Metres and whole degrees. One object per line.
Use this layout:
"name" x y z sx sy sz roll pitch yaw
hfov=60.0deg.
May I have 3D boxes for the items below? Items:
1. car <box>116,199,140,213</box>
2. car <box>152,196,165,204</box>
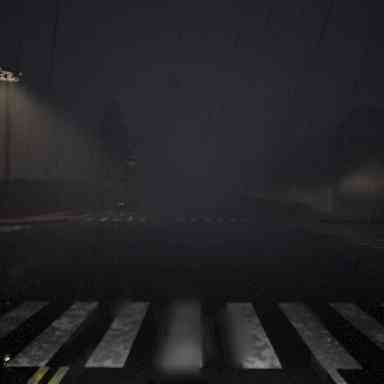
"car" -7.002 1.522 37.170 2.033 1.411 5.357 0 0 0
"car" -6.414 1.415 63.399 1.882 1.535 5.008 0 0 3
